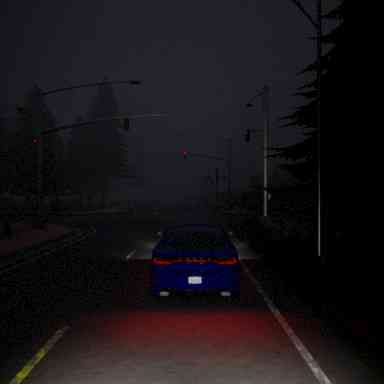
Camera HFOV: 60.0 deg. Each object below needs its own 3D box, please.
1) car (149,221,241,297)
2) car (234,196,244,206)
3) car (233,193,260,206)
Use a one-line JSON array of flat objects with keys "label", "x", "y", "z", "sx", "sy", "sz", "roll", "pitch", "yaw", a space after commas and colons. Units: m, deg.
[{"label": "car", "x": 0.079, "y": 1.478, "z": 8.626, "sx": 1.882, "sy": 1.535, "sz": 5.008, "roll": 0, "pitch": 0, "yaw": 1}, {"label": "car", "x": 8.956, "y": 1.144, "z": 49.578, "sx": 4.605, "sy": 1.855, "sz": 1.932, "roll": 0, "pitch": 0, "yaw": 0}, {"label": "car", "x": 8.546, "y": 1.146, "z": 52.089, "sx": 3.866, "sy": 1.878, "sz": 1.905, "roll": 0, "pitch": 0, "yaw": 0}]
